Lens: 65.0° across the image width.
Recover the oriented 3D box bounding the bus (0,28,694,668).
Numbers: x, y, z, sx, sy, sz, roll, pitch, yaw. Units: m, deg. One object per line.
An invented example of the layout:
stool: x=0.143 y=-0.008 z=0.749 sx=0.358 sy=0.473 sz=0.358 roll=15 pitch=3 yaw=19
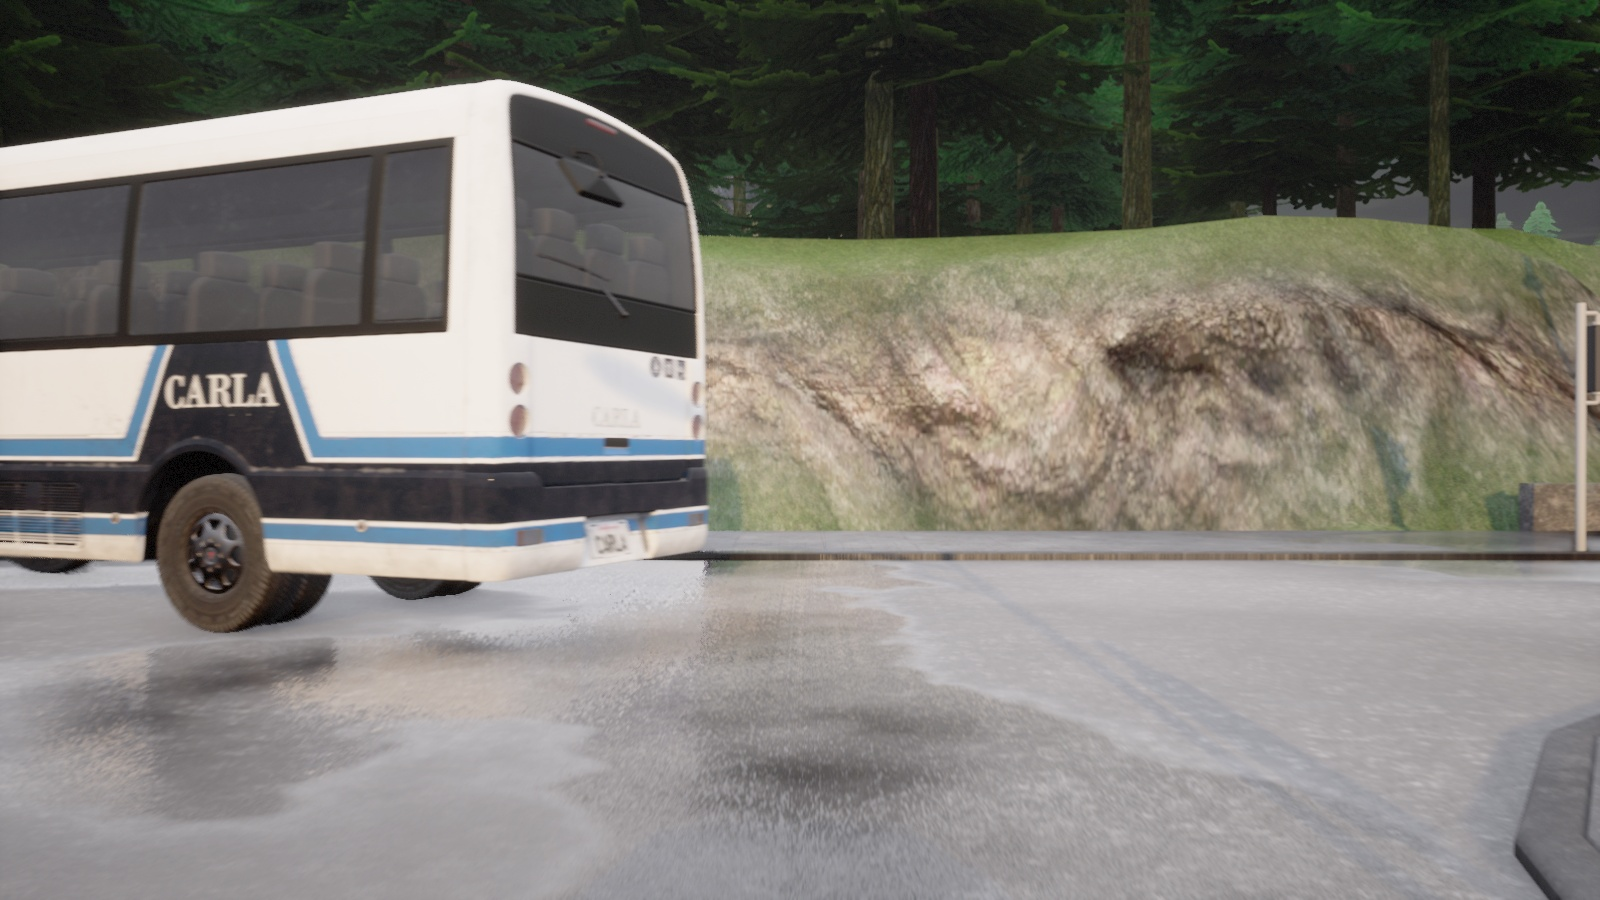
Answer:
bus: x=-6.514 y=-0.687 z=12.166 sx=10.273 sy=4.253 sz=3.944 roll=0 pitch=0 yaw=23
